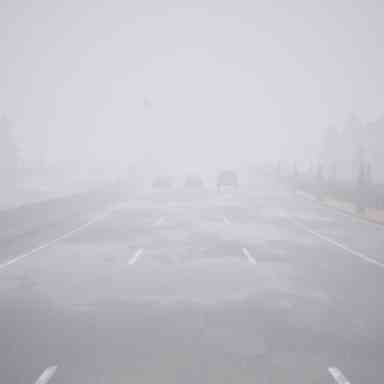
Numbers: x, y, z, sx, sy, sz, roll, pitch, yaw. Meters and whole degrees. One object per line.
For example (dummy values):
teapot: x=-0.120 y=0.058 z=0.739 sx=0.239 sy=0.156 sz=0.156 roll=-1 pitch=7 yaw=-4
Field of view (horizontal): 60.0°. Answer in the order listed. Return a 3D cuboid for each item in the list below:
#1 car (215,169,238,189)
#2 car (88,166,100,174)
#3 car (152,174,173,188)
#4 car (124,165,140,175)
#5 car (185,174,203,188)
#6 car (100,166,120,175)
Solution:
car: x=3.701 y=-1.503 z=36.037 sx=2.150 sy=2.045 sz=5.566 roll=0 pitch=7 yaw=1
car: x=-17.202 y=-3.986 z=60.021 sx=1.895 sy=1.301 sz=4.718 roll=0 pitch=7 yaw=1
car: x=-3.280 y=-1.306 z=37.291 sx=1.994 sy=1.385 sz=4.181 roll=0 pitch=7 yaw=1
car: x=-10.245 y=-3.898 z=57.148 sx=2.097 sy=1.767 sz=4.553 roll=0 pitch=7 yaw=1
car: x=0.221 y=-1.322 z=37.406 sx=1.994 sy=1.385 sz=4.181 roll=0 pitch=7 yaw=1
car: x=-13.746 y=-3.756 z=57.045 sx=1.882 sy=1.535 sz=5.008 roll=0 pitch=7 yaw=1
